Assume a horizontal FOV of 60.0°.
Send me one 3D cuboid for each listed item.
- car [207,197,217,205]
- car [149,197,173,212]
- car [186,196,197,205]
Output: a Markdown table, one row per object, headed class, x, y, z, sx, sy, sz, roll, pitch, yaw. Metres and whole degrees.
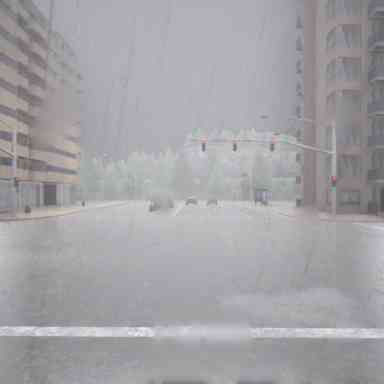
| class | x | y | z | sx | sy | sz | roll | pitch | yaw |
| --- | --- | --- | --- | --- | --- | --- | --- | --- | --- |
| car | 3.700 | 1.547 | 60.823 | 2.033 | 1.411 | 5.357 | 0 | 0 | 4 |
| car | -3.627 | 1.352 | 38.321 | 2.097 | 1.767 | 4.553 | 0 | 0 | 0 |
| car | -0.044 | 1.525 | 60.052 | 1.812 | 1.442 | 4.674 | 0 | 0 | 0 |
